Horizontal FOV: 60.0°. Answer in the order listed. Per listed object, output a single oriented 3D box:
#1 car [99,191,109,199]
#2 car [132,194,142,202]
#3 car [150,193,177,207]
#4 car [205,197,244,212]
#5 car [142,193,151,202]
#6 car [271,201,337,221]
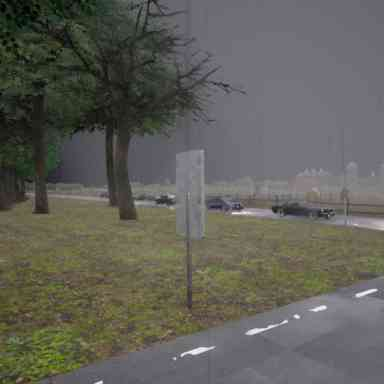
[{"bbox_3d":[-16.480,0.602,65.104,2.033,1.411,5.357,-1,1,-36],"label":"car"},{"bbox_3d":[-10.106,0.762,51.351,1.882,1.535,5.008,-1,2,-35],"label":"car"},{"bbox_3d":[-2.891,0.976,41.283,1.812,1.442,4.674,-1,1,-36],"label":"car"},{"bbox_3d":[3.148,1.168,32.910,1.994,1.385,4.181,-1,2,-35],"label":"car"},{"bbox_3d":[-7.064,0.819,52.070,1.994,1.385,4.181,-1,1,-36],"label":"car"},{"bbox_3d":[8.484,1.354,25.502,1.895,1.301,4.718,-1,2,-36],"label":"car"}]
